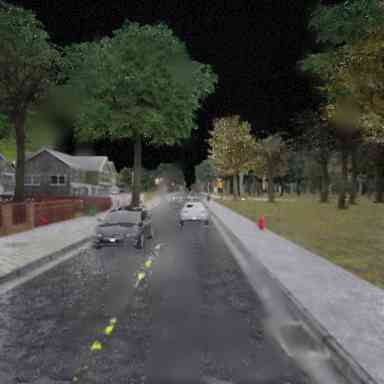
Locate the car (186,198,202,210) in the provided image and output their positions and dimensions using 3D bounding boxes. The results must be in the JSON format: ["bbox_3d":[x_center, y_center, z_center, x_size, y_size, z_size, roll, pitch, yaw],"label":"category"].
[{"bbox_3d":[0.195,1.404,41.596,1.895,1.301,4.718,0,0,0],"label":"car"}]

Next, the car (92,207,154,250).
[{"bbox_3d":[-2.760,1.443,14.117,1.837,1.490,4.892,0,0,1],"label":"car"}]

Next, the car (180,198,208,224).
[{"bbox_3d":[0.151,1.421,23.597,1.812,1.442,4.674,0,0,0],"label":"car"}]
